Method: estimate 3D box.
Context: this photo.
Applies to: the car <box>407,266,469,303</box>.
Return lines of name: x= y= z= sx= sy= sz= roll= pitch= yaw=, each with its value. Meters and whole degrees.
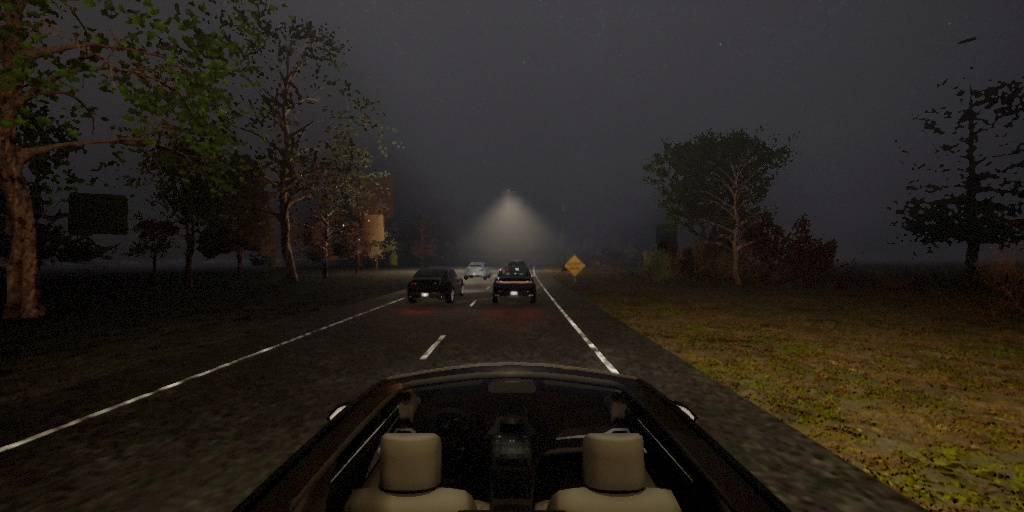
car: x=-3.378 y=1.268 z=16.500 sx=1.837 sy=1.490 sz=4.892 roll=0 pitch=0 yaw=1

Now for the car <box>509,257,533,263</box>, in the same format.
car: x=0.489 y=1.119 z=31.381 sx=2.097 sy=1.767 sz=4.553 roll=0 pitch=0 yaw=2

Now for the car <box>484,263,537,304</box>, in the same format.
car: x=0.122 y=1.247 z=16.443 sx=2.128 sy=1.511 sz=4.902 roll=0 pitch=0 yaw=1

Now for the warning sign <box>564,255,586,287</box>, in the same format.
warning sign: x=3.770 y=0.866 z=21.516 sx=1.300 sy=1.860 sz=1.060 roll=0 pitch=0 yaw=1

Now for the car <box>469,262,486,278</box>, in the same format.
car: x=-3.008 y=1.287 z=31.525 sx=1.812 sy=1.442 sz=4.674 roll=0 pitch=0 yaw=2
